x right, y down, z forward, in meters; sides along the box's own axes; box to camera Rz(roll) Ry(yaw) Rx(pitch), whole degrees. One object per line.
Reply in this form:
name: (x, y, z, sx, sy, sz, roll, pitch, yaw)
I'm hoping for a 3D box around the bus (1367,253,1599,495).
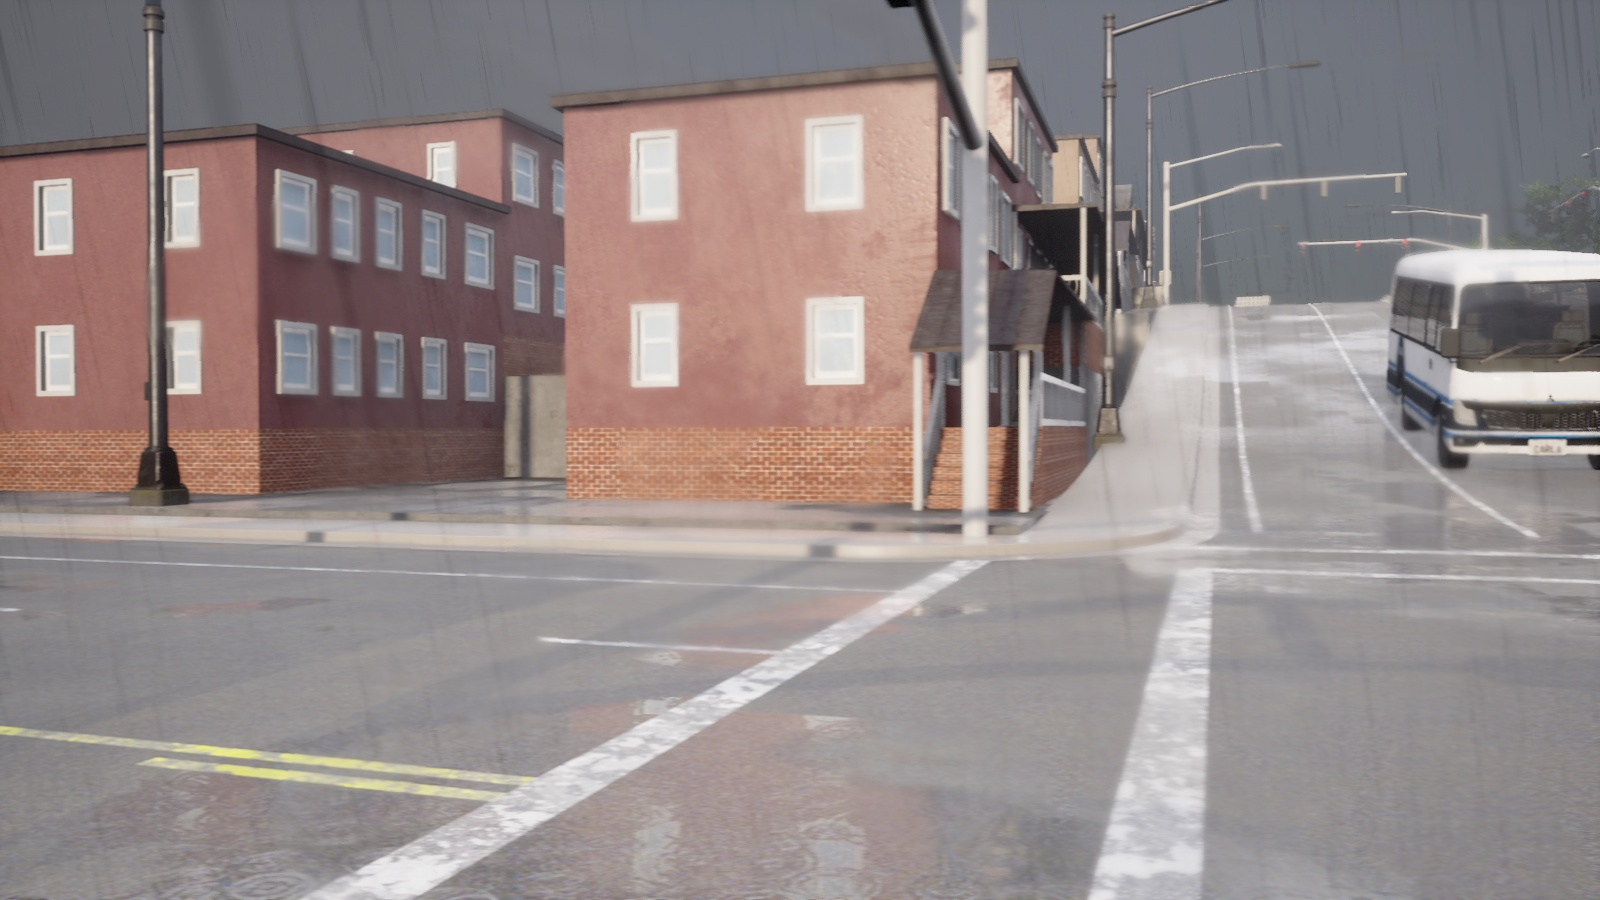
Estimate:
bus: (15.157, -2.059, 27.403, 3.944, 4.253, 10.273, 1, 9, 18)
